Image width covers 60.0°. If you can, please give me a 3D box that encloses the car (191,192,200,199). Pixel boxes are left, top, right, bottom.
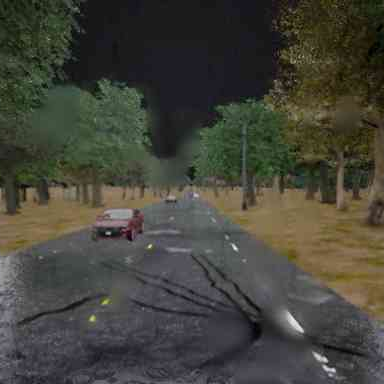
[{"bbox_3d":[1.223,1.095,93.995,1.812,1.442,4.674,0,0,0],"label":"car"}]

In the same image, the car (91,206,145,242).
[{"bbox_3d":[-3.600,1.508,16.843,1.882,1.535,5.008,0,0,0],"label":"car"}]

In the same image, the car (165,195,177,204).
[{"bbox_3d":[-3.552,1.251,57.747,1.882,1.535,5.008,0,0,1],"label":"car"}]
